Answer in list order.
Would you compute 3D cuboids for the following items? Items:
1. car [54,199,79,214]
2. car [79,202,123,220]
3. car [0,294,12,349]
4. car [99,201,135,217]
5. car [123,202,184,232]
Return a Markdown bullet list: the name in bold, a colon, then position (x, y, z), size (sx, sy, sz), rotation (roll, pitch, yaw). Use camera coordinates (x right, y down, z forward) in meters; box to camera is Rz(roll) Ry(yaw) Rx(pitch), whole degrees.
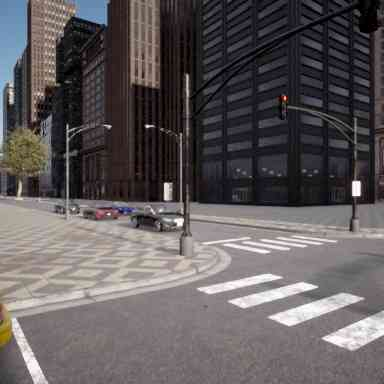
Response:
- **car**: position (-13.893, 1.597, 36.911), size (1.837, 1.490, 4.892), rotation (0, 0, -36)
- **car**: position (-7.868, 1.630, 28.539), size (1.994, 1.385, 4.181), rotation (0, 0, -35)
- **car**: position (-4.600, 1.525, 3.368), size (4.829, 1.417, 1.752), rotation (0, 0, -36)
- **car**: position (-7.702, 1.671, 33.754), size (1.895, 1.301, 4.718), rotation (0, 0, -36)
- **car**: position (-2.113, 1.534, 20.542), size (2.128, 1.511, 4.902), rotation (0, 0, -36)
